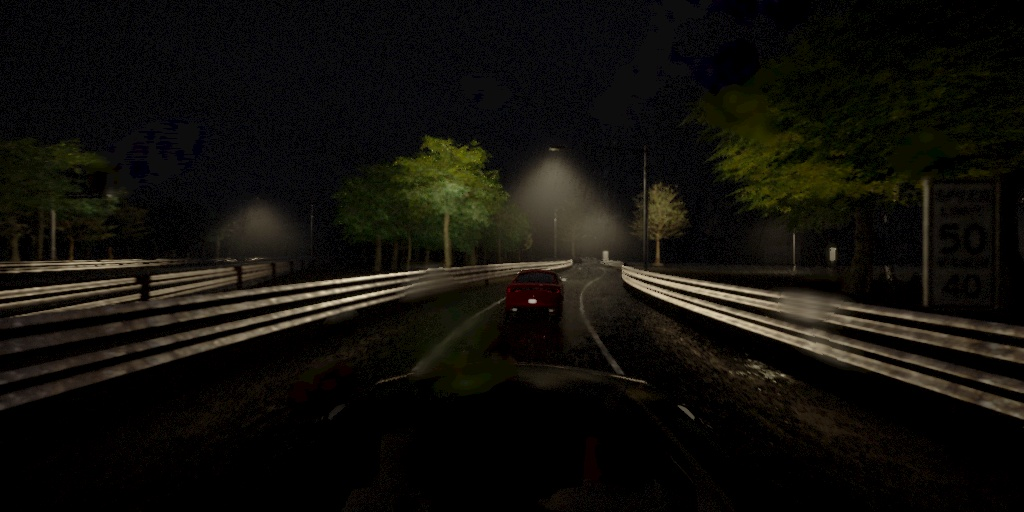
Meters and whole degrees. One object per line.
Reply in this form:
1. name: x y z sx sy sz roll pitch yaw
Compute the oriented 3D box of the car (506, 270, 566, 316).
1. car: 0.996 1.249 13.490 1.882 1.535 5.008 0 0 8
